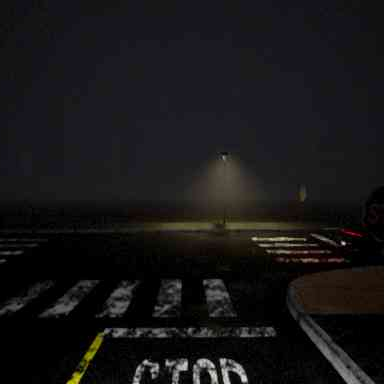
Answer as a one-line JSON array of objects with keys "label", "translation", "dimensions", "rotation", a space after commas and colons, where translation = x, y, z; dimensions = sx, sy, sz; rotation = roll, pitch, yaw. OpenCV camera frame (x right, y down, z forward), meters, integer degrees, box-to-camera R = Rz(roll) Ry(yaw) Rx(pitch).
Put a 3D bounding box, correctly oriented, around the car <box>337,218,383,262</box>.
[{"label": "car", "translation": [7.892, 1.606, 12.150], "dimensions": [4.892, 1.490, 1.837], "rotation": [0, 4, -2]}]
